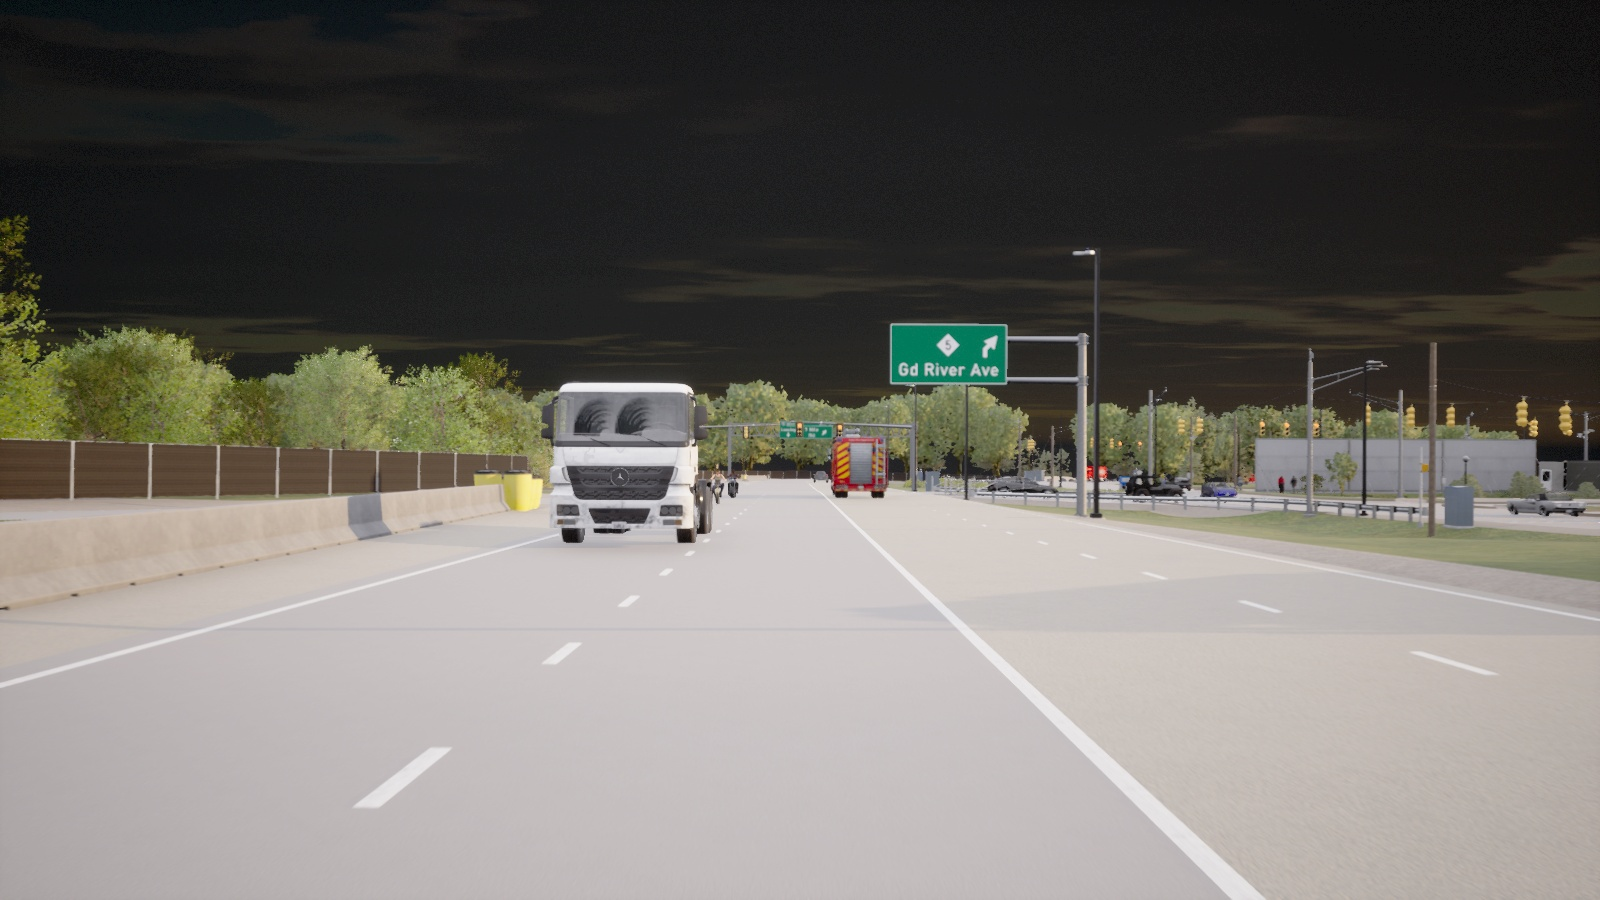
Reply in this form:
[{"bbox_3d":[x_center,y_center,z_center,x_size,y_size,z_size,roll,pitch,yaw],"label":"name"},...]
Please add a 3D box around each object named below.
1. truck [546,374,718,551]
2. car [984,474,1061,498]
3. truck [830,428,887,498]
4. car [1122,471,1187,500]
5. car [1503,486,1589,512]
[{"bbox_3d":[-3.571,0.308,28.722,2.891,3.462,7.936,0,-1,0],"label":"truck"},{"bbox_3d":[15.115,2.430,85.398,4.792,1.488,2.163,2,-1,0],"label":"car"},{"bbox_3d":[3.325,0.784,73.049,2.891,3.827,8.468,0,-1,0],"label":"truck"},{"bbox_3d":[24.077,2.421,85.428,3.866,1.878,1.905,0,-1,0],"label":"car"},{"bbox_3d":[41.492,2.709,69.967,1.895,1.301,4.718,0,-1,-1],"label":"car"}]
